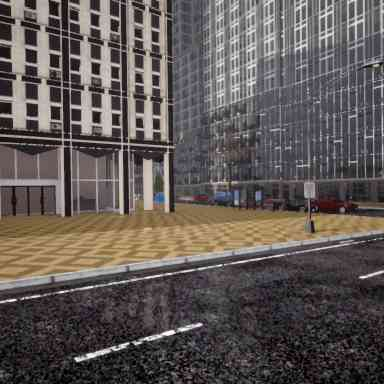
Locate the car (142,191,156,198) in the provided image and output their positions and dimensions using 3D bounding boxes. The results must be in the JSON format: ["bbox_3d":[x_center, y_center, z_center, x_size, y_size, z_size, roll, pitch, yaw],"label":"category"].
[{"bbox_3d":[-10.705,0.686,82.322,1.967,1.590,4.097,0,1,-34],"label":"car"}]

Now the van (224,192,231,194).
[{"bbox_3d":[5.261,0.855,58.812,1.690,1.788,3.998,0,1,-34],"label":"van"}]

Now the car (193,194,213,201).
[{"bbox_3d":[2.068,1.043,63.517,1.802,1.307,4.206,0,1,-34],"label":"car"}]

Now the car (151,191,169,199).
[{"bbox_3d":[-7.512,0.615,77.619,2.192,1.841,5.009,0,1,-34],"label":"car"}]

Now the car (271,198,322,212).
[{"bbox_3d":[10.994,1.424,35.229,1.947,1.339,4.313,0,1,-34],"label":"car"}]

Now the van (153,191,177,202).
[{"bbox_3d":[-4.864,0.937,58.808,1.690,1.788,3.998,0,1,-34],"label":"van"}]

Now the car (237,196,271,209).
[{"bbox_3d":[7.815,1.388,39.942,1.802,1.307,4.206,0,1,-34],"label":"car"}]

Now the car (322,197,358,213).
[{"bbox_3d":[14.674,1.315,34.635,1.882,1.535,5.008,-1,1,-34],"label":"car"}]

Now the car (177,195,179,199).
[{"bbox_3d":[-4.318,0.936,72.921,1.802,1.307,4.206,0,1,-34],"label":"car"}]

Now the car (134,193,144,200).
[{"bbox_3d":[-11.251,1.039,68.214,2.008,1.369,4.403,0,1,-34],"label":"car"}]

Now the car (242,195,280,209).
[{"bbox_3d":[8.859,1.221,43.201,1.882,1.535,5.008,-1,1,-34],"label":"car"}]

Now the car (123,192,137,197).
[{"bbox_3d":[-17.091,0.688,91.727,2.008,1.369,4.403,0,1,-34],"label":"car"}]

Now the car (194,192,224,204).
[{"bbox_3d":[2.346,0.990,52.742,2.097,1.767,4.553,-1,1,-37],"label":"car"}]

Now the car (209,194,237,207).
[{"bbox_3d":[4.670,1.319,44.676,1.947,1.339,4.313,0,1,-34],"label":"car"}]
